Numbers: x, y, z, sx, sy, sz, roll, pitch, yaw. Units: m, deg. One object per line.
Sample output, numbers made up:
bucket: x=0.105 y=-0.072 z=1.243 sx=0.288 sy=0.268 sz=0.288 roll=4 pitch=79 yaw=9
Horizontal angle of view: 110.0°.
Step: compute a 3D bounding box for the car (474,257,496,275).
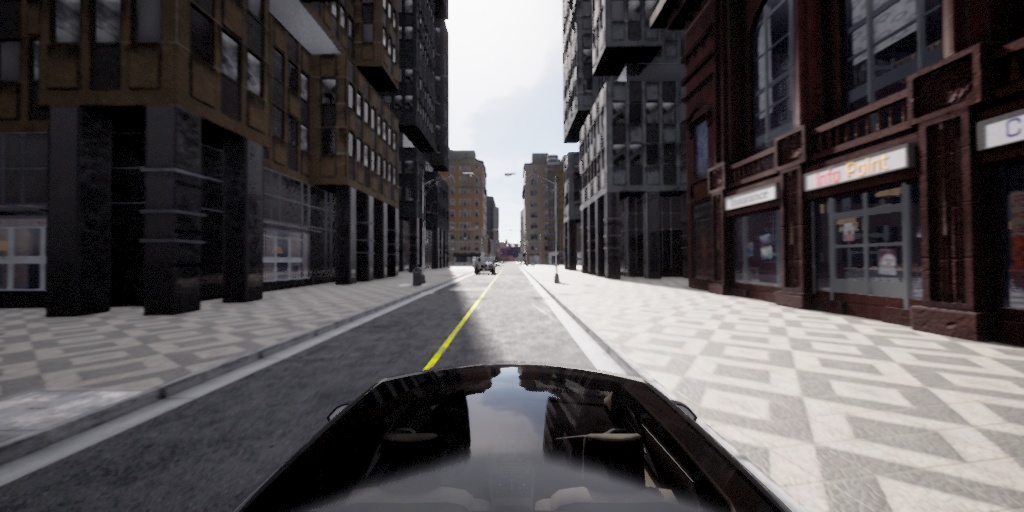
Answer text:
car: x=-3.058 y=1.095 z=41.542 sx=2.150 sy=2.045 sz=5.566 roll=0 pitch=0 yaw=0
